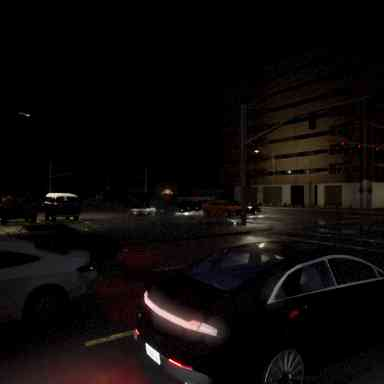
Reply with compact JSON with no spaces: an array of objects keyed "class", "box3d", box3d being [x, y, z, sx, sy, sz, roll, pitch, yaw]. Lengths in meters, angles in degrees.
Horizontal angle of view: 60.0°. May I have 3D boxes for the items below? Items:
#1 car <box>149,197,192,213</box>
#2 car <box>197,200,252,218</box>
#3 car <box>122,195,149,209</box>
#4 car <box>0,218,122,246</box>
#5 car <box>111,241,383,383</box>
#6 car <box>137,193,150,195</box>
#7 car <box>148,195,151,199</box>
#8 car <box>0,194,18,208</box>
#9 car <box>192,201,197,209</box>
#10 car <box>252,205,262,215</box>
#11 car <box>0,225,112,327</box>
[{"class":"car","box3d":[-2.603,1.603,39.067,2.033,1.411,5.357,0,0,-34]},{"class":"car","box3d":[2.932,1.533,30.957,1.882,1.535,5.008,0,0,-34]},{"class":"car","box3d":[-8.454,1.533,47.659,1.882,1.535,5.008,0,0,-34]},{"class":"car","box3d":[-4.517,1.601,9.366,4.718,1.301,1.895,0,0,-35]},{"class":"car","box3d":[1.594,1.492,4.879,4.902,1.511,2.128,0,0,-34]},{"class":"car","box3d":[-10.431,1.277,69.498,2.150,2.045,5.566,0,0,-34]},{"class":"car","box3d":[-6.240,1.560,50.632,1.837,1.490,4.892,0,0,-34]},{"class":"car","box3d":[-31.421,1.209,56.553,1.932,1.855,4.605,0,0,-34]},{"class":"car","box3d":[-0.675,1.656,42.454,1.895,1.301,4.718,0,0,-34]},{"class":"car","box3d":[4.727,1.603,34.535,2.033,1.411,5.357,0,0,-34]},{"class":"car","box3d":[-3.951,1.526,5.508,4.674,1.442,1.812,0,0,-35]}]
